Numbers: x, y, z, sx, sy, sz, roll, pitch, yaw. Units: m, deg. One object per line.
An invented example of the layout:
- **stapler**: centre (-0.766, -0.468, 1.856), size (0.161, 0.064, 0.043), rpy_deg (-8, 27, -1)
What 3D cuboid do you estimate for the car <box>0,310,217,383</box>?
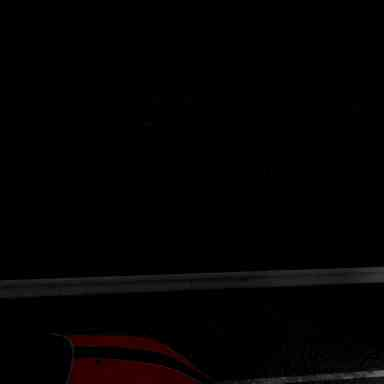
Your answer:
- **car**: centre (-1.848, 1.352, 1.669), size (4.553, 1.767, 2.097), rpy_deg (0, 0, -6)
